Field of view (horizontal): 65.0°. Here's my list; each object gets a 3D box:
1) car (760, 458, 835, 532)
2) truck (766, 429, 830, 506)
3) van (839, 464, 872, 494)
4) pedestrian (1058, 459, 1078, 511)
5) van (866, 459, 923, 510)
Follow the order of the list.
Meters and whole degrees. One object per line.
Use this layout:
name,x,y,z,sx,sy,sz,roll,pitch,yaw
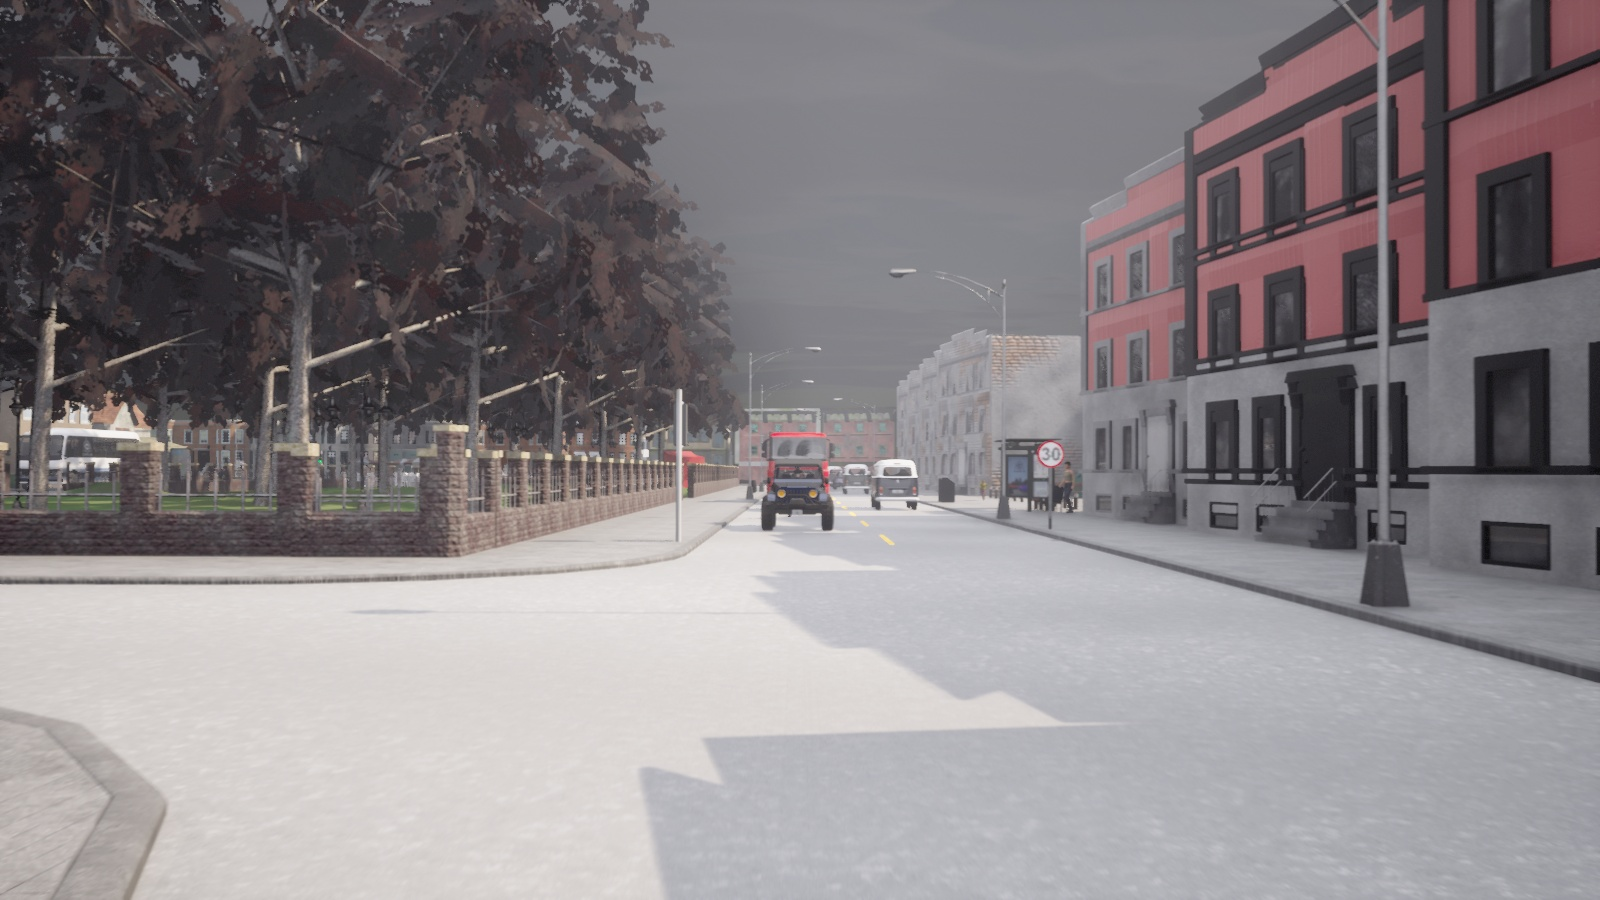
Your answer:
car,-0.051,1.183,34.192,1.905,1.878,3.866,0,-1,1
truck,-0.107,0.857,61.229,2.891,3.462,7.936,0,-1,0
van,3.839,1.980,87.044,2.069,2.038,4.480,0,-1,0
pedestrian,9.534,1.234,44.666,0.594,1.836,0.345,0,-1,-21
van,3.909,1.403,52.602,2.069,2.038,4.480,0,-1,0
